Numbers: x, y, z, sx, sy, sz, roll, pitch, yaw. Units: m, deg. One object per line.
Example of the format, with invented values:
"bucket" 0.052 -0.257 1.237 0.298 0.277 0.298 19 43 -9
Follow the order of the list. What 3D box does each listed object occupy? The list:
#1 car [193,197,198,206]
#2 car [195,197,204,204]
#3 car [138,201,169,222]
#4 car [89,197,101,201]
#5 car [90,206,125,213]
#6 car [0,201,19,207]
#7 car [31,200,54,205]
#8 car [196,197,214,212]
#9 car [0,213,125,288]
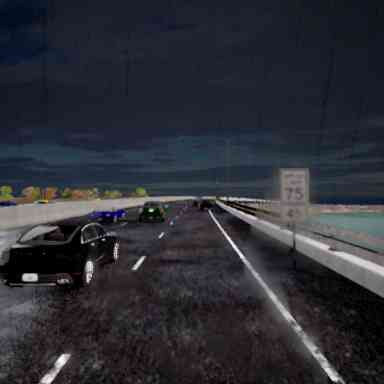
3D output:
"car" 1.111 1.920 61.628 2.033 1.411 5.357 0 0 2
"car" 1.952 2.008 81.628 2.128 1.511 4.902 0 0 3
"car" -3.157 1.506 28.095 2.097 1.767 4.553 0 0 1
"car" -22.750 1.781 77.766 1.882 1.535 5.008 0 0 3
"car" -6.685 1.745 26.617 1.895 1.301 4.718 0 0 1
"car" -20.696 1.724 36.298 1.812 1.442 4.674 0 0 1
"car" -17.153 1.689 38.129 1.882 1.535 5.008 0 0 1
"car" 1.765 1.753 42.804 1.837 1.490 4.892 0 0 1
"car" -3.366 1.554 9.373 1.837 1.490 4.892 0 0 0
